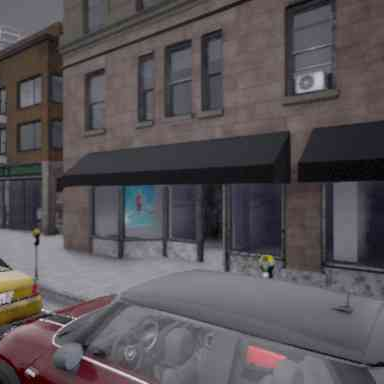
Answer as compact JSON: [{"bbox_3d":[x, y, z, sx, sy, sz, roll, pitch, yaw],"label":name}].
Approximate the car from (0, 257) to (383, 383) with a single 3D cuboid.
[{"bbox_3d":[-0.074,1.443,2.863,4.097,1.590,1.967,0,0,35],"label":"car"}]
